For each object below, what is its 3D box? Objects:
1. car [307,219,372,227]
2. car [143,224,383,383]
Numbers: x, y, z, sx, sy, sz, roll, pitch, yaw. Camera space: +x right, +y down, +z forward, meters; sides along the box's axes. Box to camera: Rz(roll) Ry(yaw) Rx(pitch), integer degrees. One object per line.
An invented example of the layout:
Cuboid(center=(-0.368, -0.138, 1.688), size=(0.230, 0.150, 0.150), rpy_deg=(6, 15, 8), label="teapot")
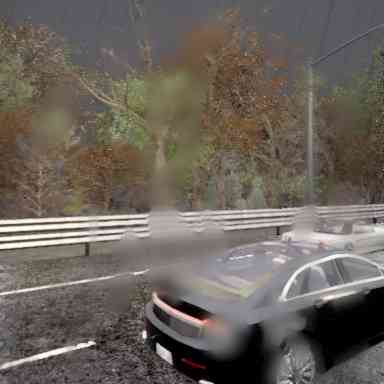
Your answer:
Cuboid(center=(5.434, 1.610, 11.864), size=(4.718, 1.301, 1.895), rpy_deg=(0, 0, -35), label="car")
Cuboid(center=(1.682, 1.495, 4.933), size=(4.902, 1.511, 2.128), rpy_deg=(0, 0, -35), label="car")
